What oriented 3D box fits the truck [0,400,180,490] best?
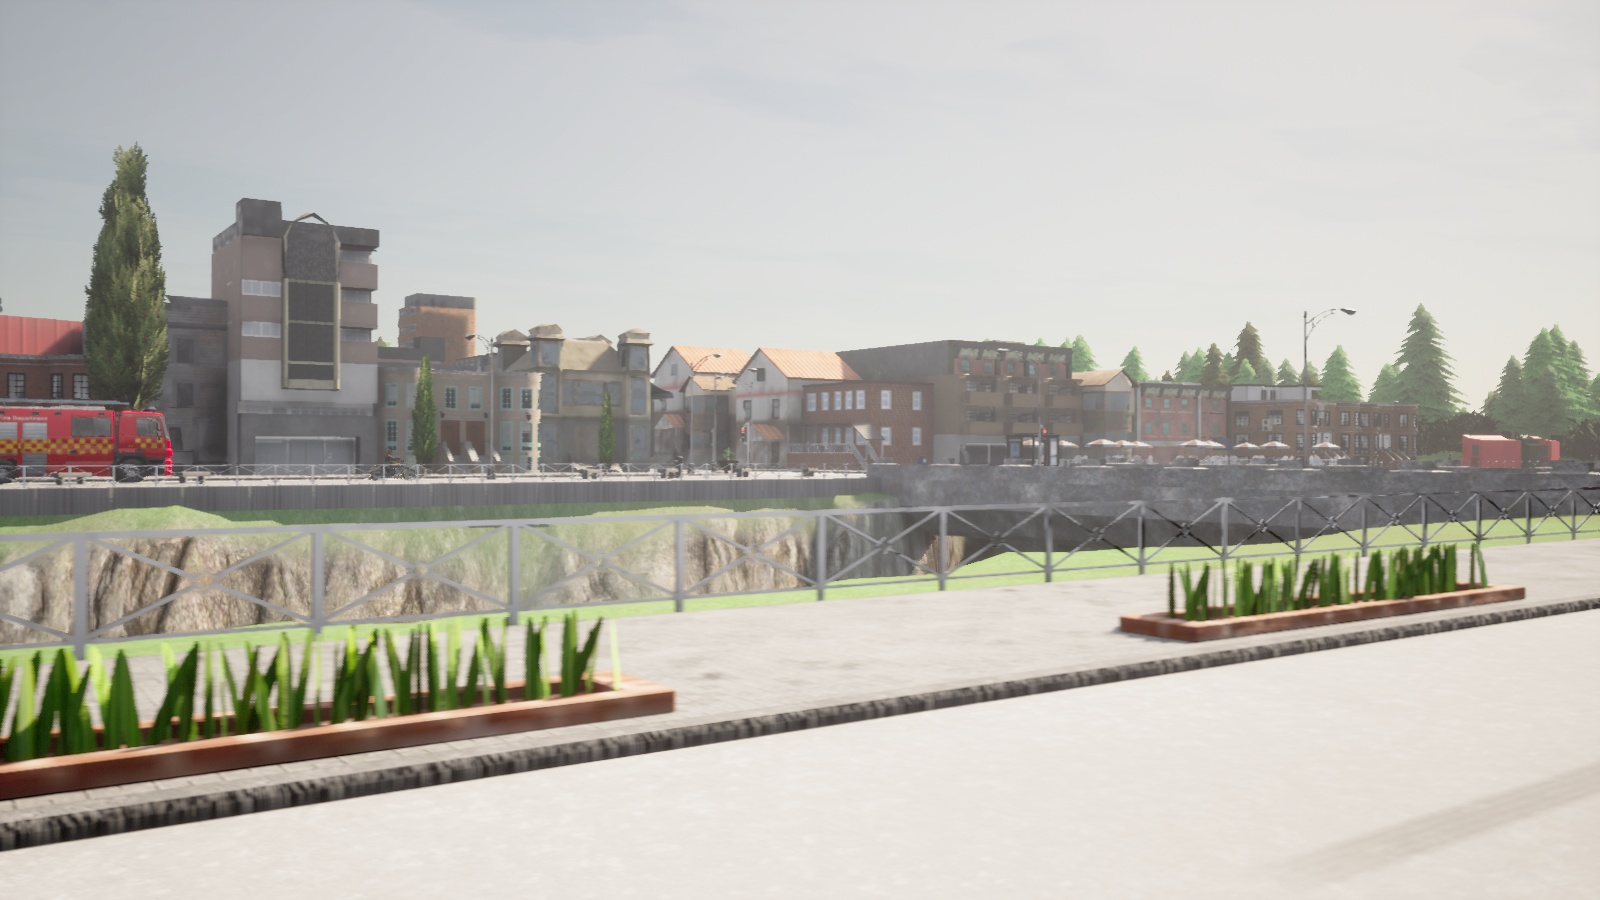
[{"bbox_3d":[-32.859,-0.211,56.623,8.468,3.827,2.891,0,0,-34],"label":"truck"}]

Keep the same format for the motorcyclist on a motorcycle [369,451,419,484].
[{"bbox_3d":[-20.979,0.899,64.883,2.350,1.649,0.766,0,0,-35],"label":"motorcyclist on a motorcycle"}]
